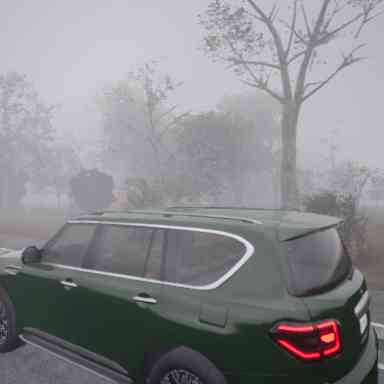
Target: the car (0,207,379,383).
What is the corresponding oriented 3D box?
[{"bbox_3d":[-0.678,1.222,4.474,5.566,2.045,2.150,0,0,36],"label":"car"}]
